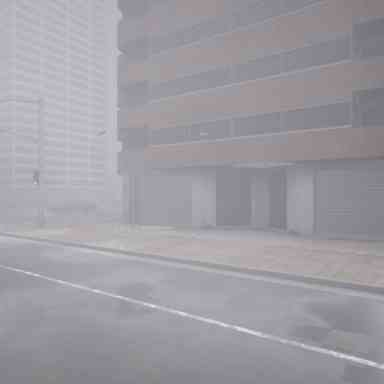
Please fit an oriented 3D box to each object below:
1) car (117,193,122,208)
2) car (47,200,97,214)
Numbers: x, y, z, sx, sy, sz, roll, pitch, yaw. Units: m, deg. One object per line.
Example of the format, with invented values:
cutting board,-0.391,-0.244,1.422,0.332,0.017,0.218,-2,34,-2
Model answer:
car,-7.314,1.352,44.640,2.097,1.767,4.553,0,0,35
car,-13.011,1.547,36.519,2.033,1.411,5.357,0,0,35
